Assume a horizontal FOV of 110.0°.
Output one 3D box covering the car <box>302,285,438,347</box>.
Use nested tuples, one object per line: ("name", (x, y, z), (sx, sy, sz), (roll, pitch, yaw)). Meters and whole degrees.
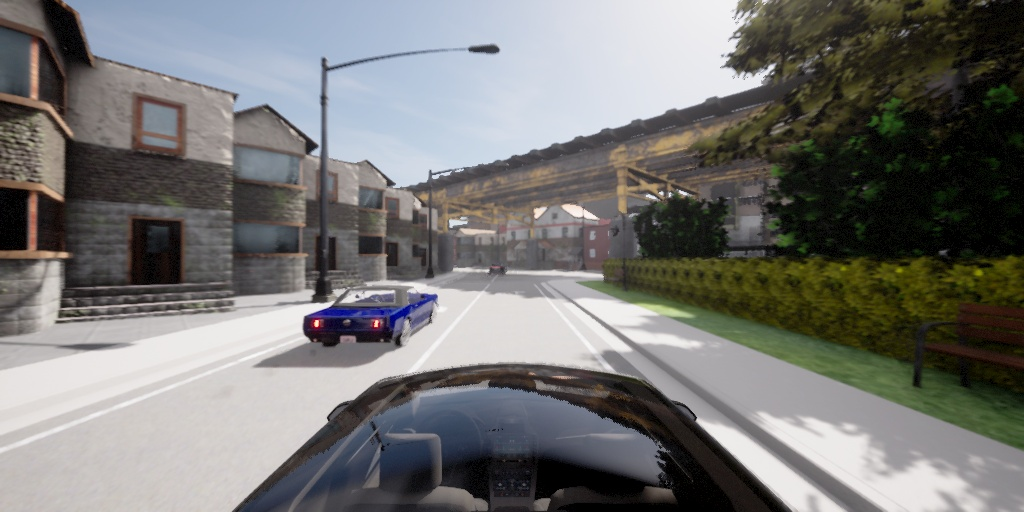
("car", (-3.296, 1.418, 9.488), (1.895, 1.301, 4.718), (0, -1, 0))

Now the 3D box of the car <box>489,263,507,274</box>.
("car", (-1.818, 1.637, 47.795), (2.128, 1.511, 4.902), (0, -1, 6))
